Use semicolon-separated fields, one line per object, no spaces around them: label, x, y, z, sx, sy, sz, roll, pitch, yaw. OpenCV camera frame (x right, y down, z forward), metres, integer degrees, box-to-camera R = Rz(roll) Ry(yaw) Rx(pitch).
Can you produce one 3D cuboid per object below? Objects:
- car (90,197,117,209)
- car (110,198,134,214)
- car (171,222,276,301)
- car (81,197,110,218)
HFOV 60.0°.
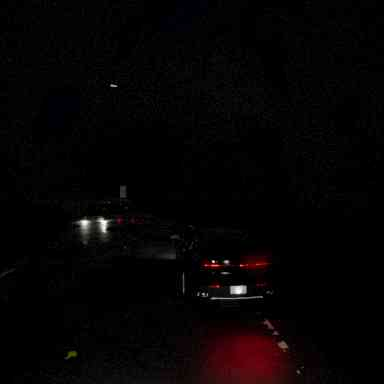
car;-11.745;1.379;43.865;2.033;1.411;5.357;1;0;-31
car;-7.470;1.382;34.822;1.882;1.535;5.008;1;0;-24
car;0.580;1.506;8.379;1.837;1.490;4.892;0;0;-6
car;-8.843;1.376;29.638;1.882;1.535;5.008;1;0;-21
